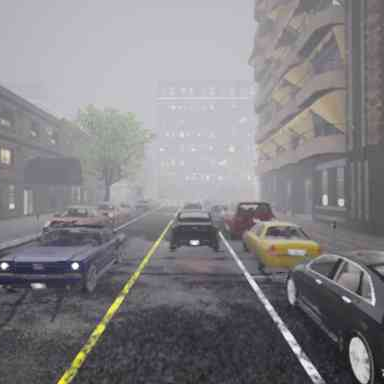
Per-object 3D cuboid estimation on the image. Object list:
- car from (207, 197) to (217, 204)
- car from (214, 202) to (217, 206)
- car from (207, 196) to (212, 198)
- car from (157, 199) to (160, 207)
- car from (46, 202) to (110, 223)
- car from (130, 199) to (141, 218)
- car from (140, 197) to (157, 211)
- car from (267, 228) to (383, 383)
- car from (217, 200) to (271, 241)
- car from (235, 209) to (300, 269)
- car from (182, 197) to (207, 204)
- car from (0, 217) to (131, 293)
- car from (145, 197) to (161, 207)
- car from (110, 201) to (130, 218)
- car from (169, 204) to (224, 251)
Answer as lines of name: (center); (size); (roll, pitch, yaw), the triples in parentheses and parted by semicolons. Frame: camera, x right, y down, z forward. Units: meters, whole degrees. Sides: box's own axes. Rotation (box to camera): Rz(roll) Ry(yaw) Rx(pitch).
car: (2.683, 1.521, 33.439); (1.947, 1.339, 4.313); (1, 0, 0)
car: (2.689, 1.551, 22.066); (1.802, 1.307, 4.206); (1, 0, 0)
car: (2.722, 1.377, 50.496); (1.967, 1.590, 4.097); (1, 0, 0)
car: (-5.671, 1.494, 44.750); (2.008, 1.369, 4.403); (1, 0, 0)
car: (-5.652, 1.417, 16.315); (1.967, 1.590, 4.097); (1, 0, 0)
car: (-5.661, 1.544, 27.689); (1.802, 1.307, 4.206); (1, 0, 0)
car: (-5.667, 1.515, 39.062); (1.947, 1.339, 4.313); (1, 0, 0)
car: (2.699, 1.543, 5.006); (2.008, 1.369, 4.403); (1, 0, 0)
car: (2.697, 1.292, 16.379); (2.192, 1.841, 5.009); (1, 0, 0)
car: (2.697, 1.509, 10.862); (1.752, 1.417, 4.829); (1, 0, 0)
car: (0.080, 1.448, 31.957); (2.128, 1.511, 4.902); (0, 0, 0)
car: (-3.106, 1.588, 8.933); (1.895, 1.301, 4.718); (0, 0, 0)
car: (-5.844, 1.463, 50.267); (1.752, 1.417, 4.829); (1, 0, 0)
car: (-5.656, 1.410, 22.003); (1.967, 1.590, 4.097); (1, 0, 0)
car: (0.091, 1.485, 13.879); (1.837, 1.490, 4.892); (0, 0, 0)
